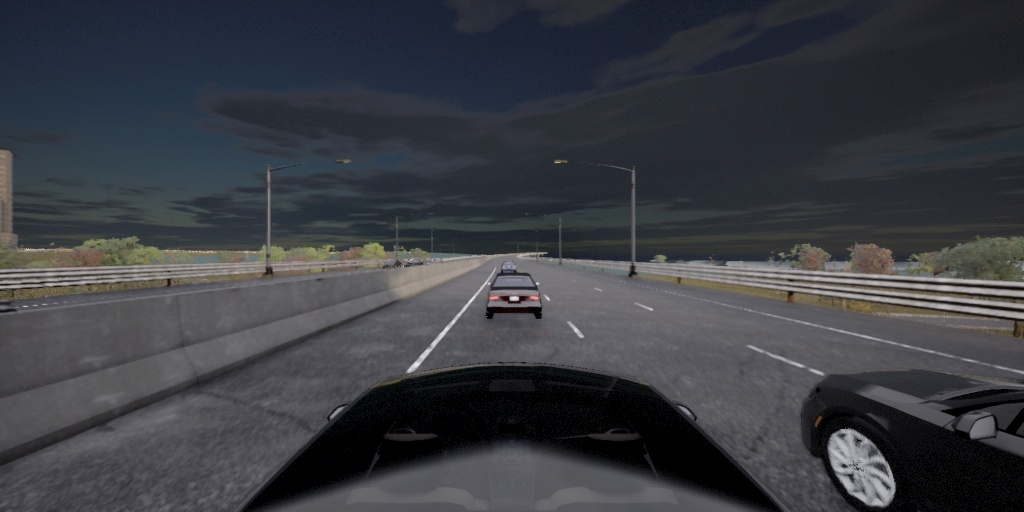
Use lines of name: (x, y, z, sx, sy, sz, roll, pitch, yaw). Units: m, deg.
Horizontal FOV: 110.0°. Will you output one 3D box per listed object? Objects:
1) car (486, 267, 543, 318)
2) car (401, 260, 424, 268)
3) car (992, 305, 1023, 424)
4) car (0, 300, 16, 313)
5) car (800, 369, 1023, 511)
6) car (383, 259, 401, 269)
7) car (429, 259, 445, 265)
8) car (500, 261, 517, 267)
car: (0.050, 1.297, 13.017, 2.033, 1.411, 5.357, 0, 0, 0)
car: (-14.849, 1.277, 54.965, 2.033, 1.411, 5.357, 0, 0, -1)
car: (7.091, 1.312, 2.460, 1.994, 1.385, 4.181, 0, 0, 0)
car: (-10.613, 1.258, 4.983, 1.837, 1.490, 4.892, 0, 0, 0)
car: (3.592, 1.254, 1.315, 1.837, 1.490, 4.892, 0, 0, 0)
car: (-18.355, 1.242, 55.207, 1.837, 1.490, 4.892, 0, 0, -2)
car: (-11.342, 1.222, 54.589, 2.128, 1.511, 4.902, 0, 0, -1)
car: (-0.391, 1.285, 42.039, 2.033, 1.411, 5.357, 0, 0, -1)
